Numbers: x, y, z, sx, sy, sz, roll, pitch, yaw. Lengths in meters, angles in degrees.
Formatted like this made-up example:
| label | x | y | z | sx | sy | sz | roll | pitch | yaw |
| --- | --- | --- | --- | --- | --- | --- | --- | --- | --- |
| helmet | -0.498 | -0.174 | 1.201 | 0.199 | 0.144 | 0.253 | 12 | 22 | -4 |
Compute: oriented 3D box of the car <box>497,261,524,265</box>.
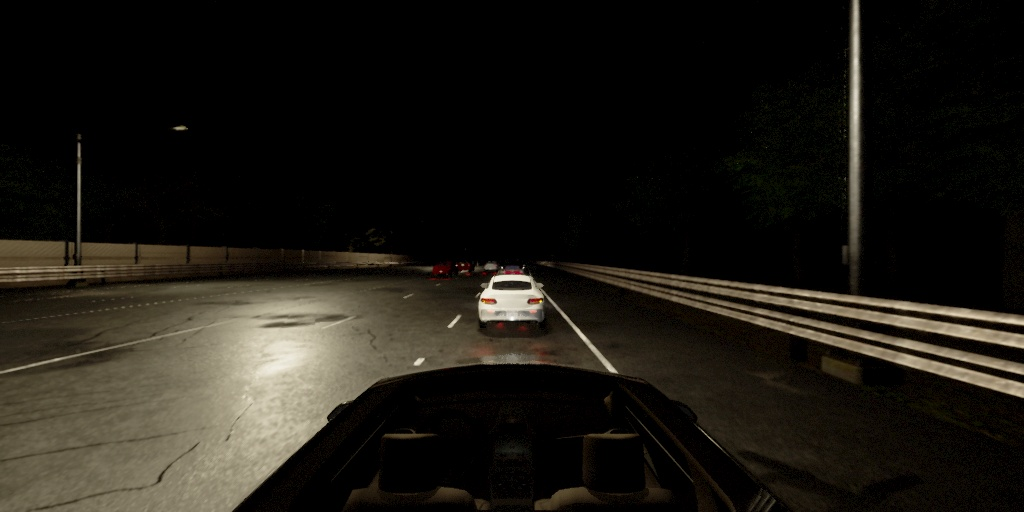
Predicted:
| label | x | y | z | sx | sy | sz | roll | pitch | yaw |
| --- | --- | --- | --- | --- | --- | --- | --- | --- | --- |
| car | 0.078 | 1.340 | 28.583 | 1.994 | 1.385 | 4.181 | 0 | 0 | 1 |

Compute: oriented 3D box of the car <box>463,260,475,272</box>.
| label | x | y | z | sx | sy | sz | roll | pitch | yaw |
| --- | --- | --- | --- | --- | --- | --- | --- | --- | --- |
| car | -6.239 | 1.265 | 48.346 | 2.097 | 1.767 | 4.553 | 0 | -1 | 2 |

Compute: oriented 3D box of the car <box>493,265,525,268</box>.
| label | x | y | z | sx | sy | sz | roll | pitch | yaw |
| --- | --- | --- | --- | --- | --- | --- | --- | --- | --- |
| car | 0.001 | 1.366 | 20.123 | 1.895 | 1.301 | 4.718 | 0 | 0 | 0 |

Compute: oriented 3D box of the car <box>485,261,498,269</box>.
| label | x | y | z | sx | sy | sz | roll | pitch | yaw |
| --- | --- | --- | --- | --- | --- | --- | --- | --- | --- |
| car | -2.691 | 1.434 | 49.529 | 1.812 | 1.442 | 4.674 | 0 | -1 | 2 |

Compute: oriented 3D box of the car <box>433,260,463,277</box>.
| label | x | y | z | sx | sy | sz | roll | pitch | yaw |
| --- | --- | --- | --- | --- | --- | --- | --- | --- | --- |
| car | -6.642 | 1.322 | 36.410 | 1.882 | 1.535 | 5.008 | 0 | 0 | 2 |

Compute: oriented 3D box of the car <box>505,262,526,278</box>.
| label | x | y | z | sx | sy | sz | roll | pitch | yaw |
| --- | --- | --- | --- | --- | --- | --- | --- | --- | --- |
| car | 0.352 | 1.363 | 35.948 | 1.994 | 1.385 | 4.181 | 0 | 0 | 0 |

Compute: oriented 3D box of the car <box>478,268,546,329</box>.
| label | x | y | z | sx | sy | sz | roll | pitch | yaw |
| --- | --- | --- | --- | --- | --- | --- | --- | --- | --- |
| car | 0.000 | 1.275 | 11.080 | 1.812 | 1.442 | 4.674 | 0 | 0 | 0 |
